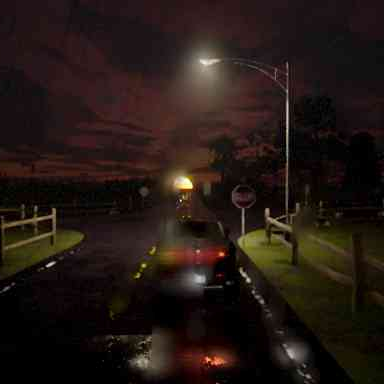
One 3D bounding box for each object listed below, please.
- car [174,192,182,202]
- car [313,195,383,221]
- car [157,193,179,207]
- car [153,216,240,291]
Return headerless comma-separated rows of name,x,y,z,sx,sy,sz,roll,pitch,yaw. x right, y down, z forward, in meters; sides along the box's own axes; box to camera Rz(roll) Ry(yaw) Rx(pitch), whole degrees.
car,-2.936,0.898,52.535,1.837,1.490,4.892,0,1,0
car,10.424,1.033,21.655,4.892,1.490,1.837,-1,-1,-2
car,-2.938,1.100,39.668,1.994,1.385,4.181,0,1,0
car,0.050,1.394,8.710,1.837,1.490,4.892,0,0,-1
